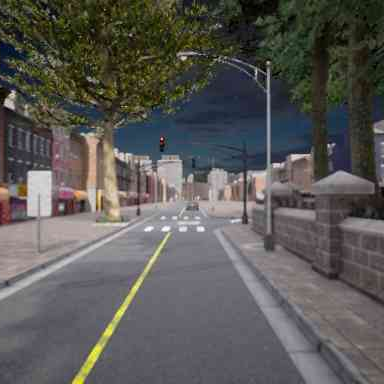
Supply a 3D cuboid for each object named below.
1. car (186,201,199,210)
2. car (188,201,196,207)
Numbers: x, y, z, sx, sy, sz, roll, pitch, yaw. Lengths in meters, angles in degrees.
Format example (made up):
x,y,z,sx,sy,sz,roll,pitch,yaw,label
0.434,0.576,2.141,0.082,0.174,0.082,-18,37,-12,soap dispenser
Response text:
x,y,z,sx,sy,sz,roll,pitch,yaw,label
0.086,2.170,54.325,2.128,1.511,4.902,0,-1,0,car
-0.016,2.568,73.688,1.895,1.301,4.718,0,-1,0,car
